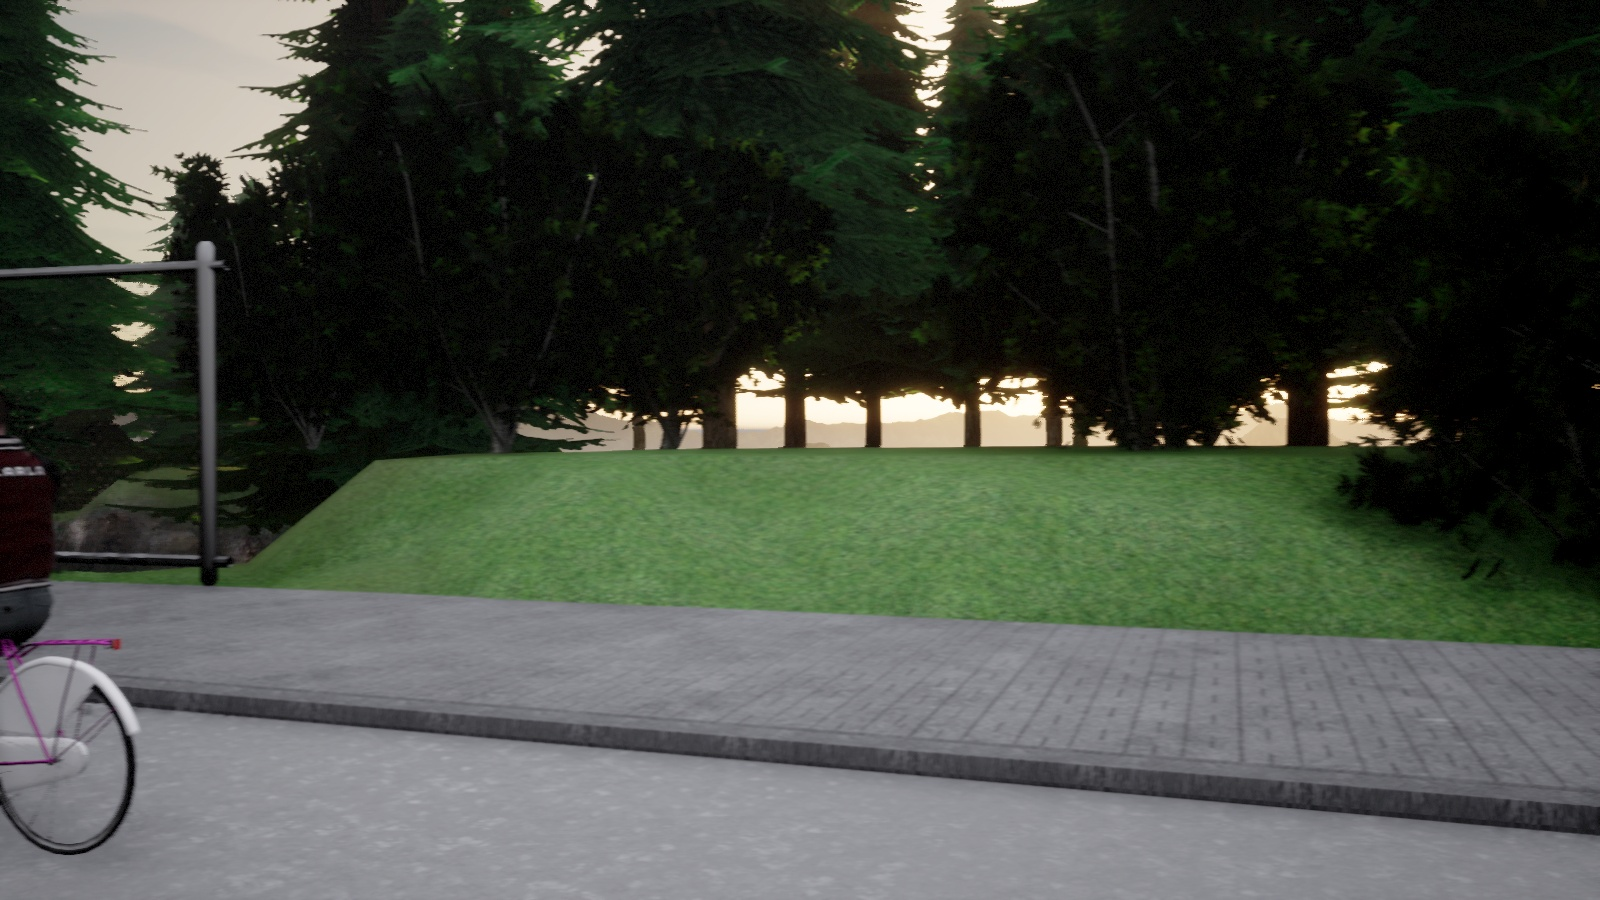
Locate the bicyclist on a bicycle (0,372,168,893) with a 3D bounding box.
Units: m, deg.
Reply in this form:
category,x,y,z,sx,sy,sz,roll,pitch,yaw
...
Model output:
category,x,y,z,sx,sy,sz,roll,pitch,yaw
bicyclist on a bicycle,-3.440,0.606,4.863,1.843,1.776,0.659,1,1,18
